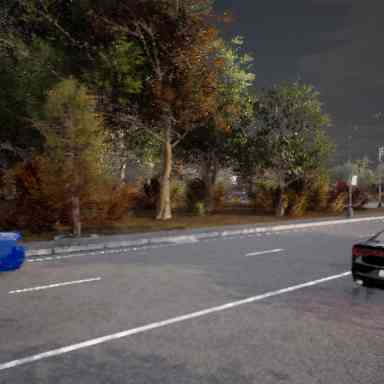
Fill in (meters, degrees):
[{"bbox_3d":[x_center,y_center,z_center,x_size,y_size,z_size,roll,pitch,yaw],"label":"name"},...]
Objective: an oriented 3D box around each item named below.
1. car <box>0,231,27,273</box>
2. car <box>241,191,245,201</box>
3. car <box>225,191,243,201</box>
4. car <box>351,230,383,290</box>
[{"bbox_3d":[-6.691,1.482,7.817,5.008,1.535,1.882,0,0,-36],"label":"car"},{"bbox_3d":[11.005,0.810,72.736,2.150,2.045,5.566,0,1,-32],"label":"car"},{"bbox_3d":[8.085,1.156,70.809,1.994,1.385,4.181,0,1,-32],"label":"car"},{"bbox_3d":[5.767,1.439,7.864,5.008,1.535,1.882,0,0,-35],"label":"car"}]
